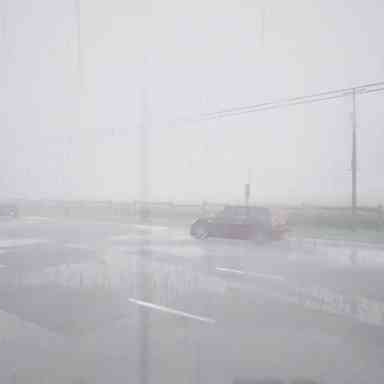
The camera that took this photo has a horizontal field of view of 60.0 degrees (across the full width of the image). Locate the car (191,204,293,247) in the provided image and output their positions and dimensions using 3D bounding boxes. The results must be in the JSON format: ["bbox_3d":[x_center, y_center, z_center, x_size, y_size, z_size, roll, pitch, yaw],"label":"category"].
[{"bbox_3d":[2.149,1.351,15.329,4.553,1.767,2.097,0,0,36],"label":"car"}]

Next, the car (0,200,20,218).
[{"bbox_3d":[-16.864,1.506,28.865,4.892,1.490,1.837,1,0,35],"label":"car"}]
